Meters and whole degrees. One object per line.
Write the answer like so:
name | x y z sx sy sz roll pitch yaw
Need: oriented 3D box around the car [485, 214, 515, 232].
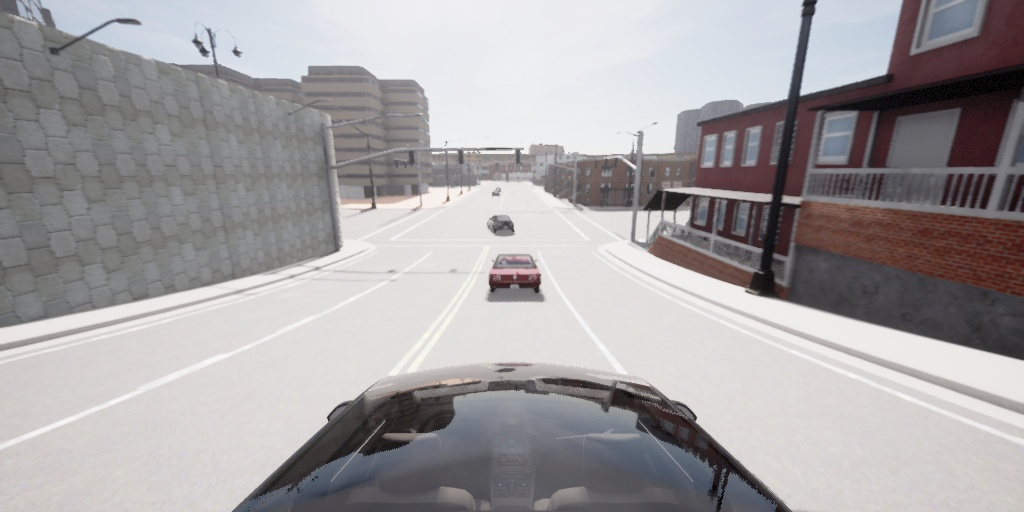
car | -1.094 -3.135 33.116 1.812 1.442 4.674 -3 14 -14

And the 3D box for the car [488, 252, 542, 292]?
car | 0.098 0.506 14.419 1.895 1.301 4.718 0 7 0
